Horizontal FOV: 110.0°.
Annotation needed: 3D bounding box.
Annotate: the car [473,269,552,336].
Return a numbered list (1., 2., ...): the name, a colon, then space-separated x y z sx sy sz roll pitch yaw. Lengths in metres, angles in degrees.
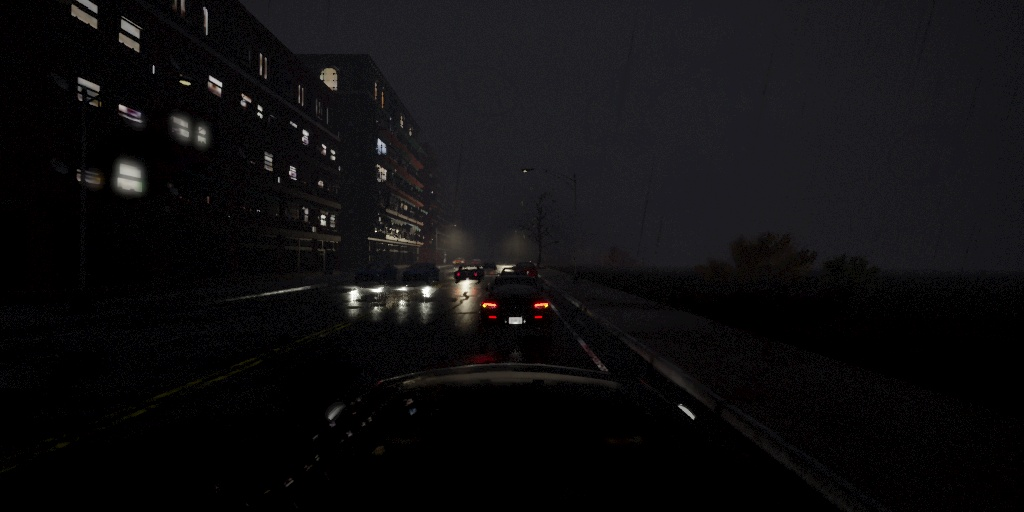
1. car: 0.077 1.278 10.317 1.812 1.442 4.674 0 0 0

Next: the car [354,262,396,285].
1. car: -9.895 1.232 26.494 1.882 1.535 5.008 0 0 0

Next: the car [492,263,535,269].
1. car: 0.068 1.318 20.484 1.994 1.385 4.181 0 0 0

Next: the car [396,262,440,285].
1. car: -6.644 1.232 26.513 1.882 1.535 5.008 0 0 0

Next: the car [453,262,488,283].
1. car: -3.197 1.355 27.833 1.895 1.301 4.718 0 0 0

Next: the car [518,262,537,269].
1. car: 1.087 1.233 30.011 1.882 1.535 5.008 0 0 0

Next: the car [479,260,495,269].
1. car: -3.237 1.356 51.829 1.895 1.301 4.718 0 0 0
